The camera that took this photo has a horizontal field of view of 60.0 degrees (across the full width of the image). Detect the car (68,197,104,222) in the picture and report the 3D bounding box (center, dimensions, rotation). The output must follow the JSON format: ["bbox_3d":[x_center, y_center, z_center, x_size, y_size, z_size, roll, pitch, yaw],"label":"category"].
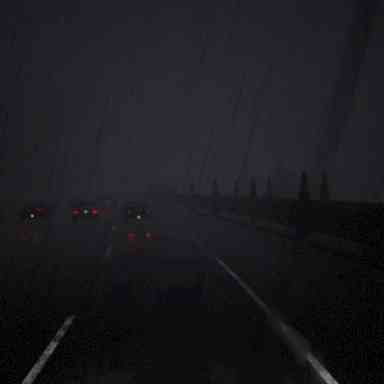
[{"bbox_3d":[-7.776,1.363,24.462,2.033,1.411,5.357,-1,1,-17],"label":"car"}]

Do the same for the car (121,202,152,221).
[{"bbox_3d":[-4.208,1.366,24.551,1.895,1.301,4.718,-1,1,-16],"label":"car"}]

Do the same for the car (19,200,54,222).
[{"bbox_3d":[-11.687,1.367,25.138,1.837,1.490,4.892,-1,1,-17],"label":"car"}]

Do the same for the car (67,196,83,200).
[{"bbox_3d":[-13.723,1.208,39.732,2.128,1.511,4.902,-1,1,-24],"label":"car"}]

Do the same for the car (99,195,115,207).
[{"bbox_3d":[-10.982,1.155,42.164,1.837,1.490,4.892,-1,1,-24],"label":"car"}]

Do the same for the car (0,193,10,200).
[{"bbox_3d":[-41.096,1.044,73.060,1.812,1.442,4.674,-1,1,-25],"label":"car"}]
